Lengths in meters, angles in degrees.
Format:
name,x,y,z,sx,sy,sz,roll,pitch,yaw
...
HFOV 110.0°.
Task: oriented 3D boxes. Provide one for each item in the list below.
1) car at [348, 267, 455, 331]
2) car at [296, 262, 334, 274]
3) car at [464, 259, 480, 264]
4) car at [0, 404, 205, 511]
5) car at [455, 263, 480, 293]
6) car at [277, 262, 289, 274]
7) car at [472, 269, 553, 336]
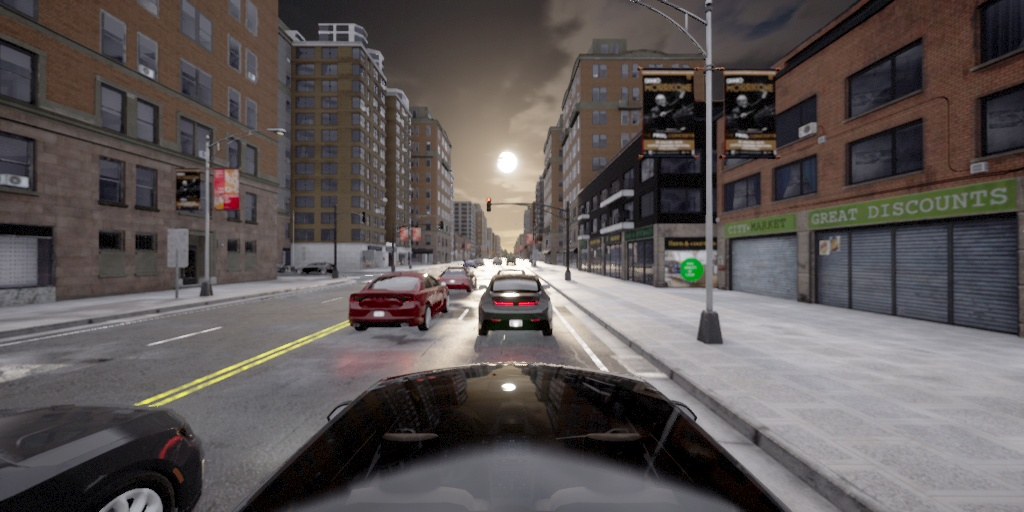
name,x,y,z,sx,sy,sz,roll,pitch,yaw
car,-3.171,1.231,11.000,1.882,1.535,5.008,0,0,0
car,-22.238,1.357,40.807,4.313,1.339,1.948,0,0,0
car,-6.707,1.314,57.497,1.812,1.442,4.674,0,0,0
car,-3.147,1.252,0.578,1.837,1.490,4.892,0,-1,0
car,-3.190,1.322,21.071,1.994,1.385,4.181,0,0,-1
car,-27.900,1.342,40.819,4.403,1.370,2.007,0,0,0
car,0.082,1.258,10.421,1.837,1.490,4.892,0,0,0
